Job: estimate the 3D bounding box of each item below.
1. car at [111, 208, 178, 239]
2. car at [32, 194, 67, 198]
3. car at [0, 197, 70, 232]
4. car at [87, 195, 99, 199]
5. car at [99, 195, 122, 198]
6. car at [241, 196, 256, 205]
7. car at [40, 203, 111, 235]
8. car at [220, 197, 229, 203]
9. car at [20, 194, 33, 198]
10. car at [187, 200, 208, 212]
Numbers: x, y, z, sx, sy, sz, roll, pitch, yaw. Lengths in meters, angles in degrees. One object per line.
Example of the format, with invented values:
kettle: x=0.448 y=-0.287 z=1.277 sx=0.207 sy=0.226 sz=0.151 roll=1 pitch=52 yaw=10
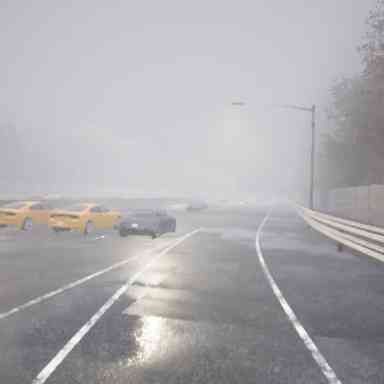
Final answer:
car: x=-2.142 y=1.533 z=17.268 sx=1.994 sy=1.385 sz=4.181 roll=1 pitch=0 yaw=14
car: x=-17.408 y=1.157 z=42.189 sx=1.882 sy=1.535 sz=5.008 roll=1 pitch=0 yaw=15
car: x=-8.978 y=1.274 z=18.800 sx=1.882 sy=1.535 sz=5.008 roll=1 pitch=0 yaw=15
car: x=-16.748 y=1.316 z=58.406 sx=2.033 sy=1.411 sz=5.357 roll=1 pitch=0 yaw=15
car: x=-13.486 y=1.354 z=57.121 sx=1.837 sy=1.490 sz=4.892 roll=1 pitch=0 yaw=15
car: x=12.765 y=2.149 z=74.500 sx=1.812 sy=1.442 sz=4.674 roll=1 pitch=0 yaw=15
car: x=-5.562 y=1.361 z=18.032 sx=1.882 sy=1.535 sz=5.008 roll=1 pitch=0 yaw=15
car: x=8.475 y=2.041 z=85.779 sx=1.882 sy=1.535 sz=5.008 roll=1 pitch=0 yaw=15
car: x=-20.826 y=1.095 z=42.939 sx=1.837 sy=1.490 sz=4.892 roll=1 pitch=0 yaw=15
car: x=0.785 y=1.726 z=42.429 sx=1.994 sy=1.385 sz=4.181 roll=1 pitch=0 yaw=15
